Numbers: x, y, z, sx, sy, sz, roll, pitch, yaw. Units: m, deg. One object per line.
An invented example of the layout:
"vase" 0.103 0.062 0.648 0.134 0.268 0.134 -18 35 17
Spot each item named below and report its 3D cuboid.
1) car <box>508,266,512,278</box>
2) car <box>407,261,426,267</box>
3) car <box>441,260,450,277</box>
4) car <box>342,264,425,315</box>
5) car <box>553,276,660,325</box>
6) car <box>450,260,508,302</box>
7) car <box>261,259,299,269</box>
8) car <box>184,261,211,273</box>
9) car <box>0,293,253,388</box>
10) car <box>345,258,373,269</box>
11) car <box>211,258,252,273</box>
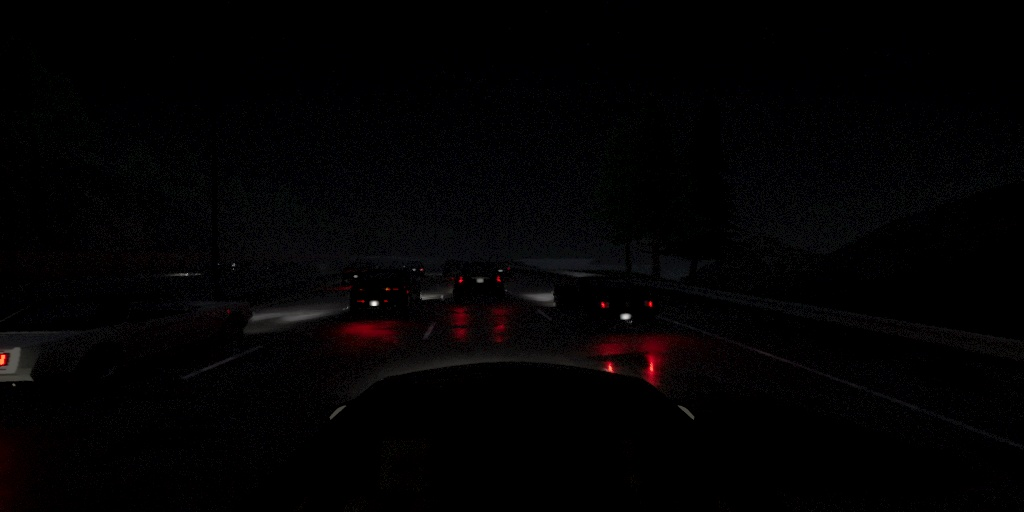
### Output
"car" -1.369 1.172 31.504 1.994 1.385 4.181 0 0 -14
"car" -8.740 1.184 32.244 2.033 1.411 5.357 0 0 -14
"car" -5.646 1.118 34.224 1.837 1.490 4.892 0 0 -14
"car" -4.621 1.216 13.565 1.837 1.490 4.892 0 0 -8
"car" 2.711 1.290 11.608 1.895 1.301 4.718 0 0 -7
"car" -1.696 1.033 16.957 2.097 1.767 4.553 0 0 -10
"car" -25.213 1.150 39.531 1.882 1.535 5.008 0 0 -14
"car" -36.838 1.271 42.746 1.994 1.385 4.181 0 0 -14
"car" -7.291 1.357 6.818 1.895 1.301 4.718 0 0 -4
"car" -10.757 1.155 25.754 1.882 1.535 5.008 0 0 -14
"car" -33.304 1.043 43.024 2.097 1.767 4.553 0 0 -14
